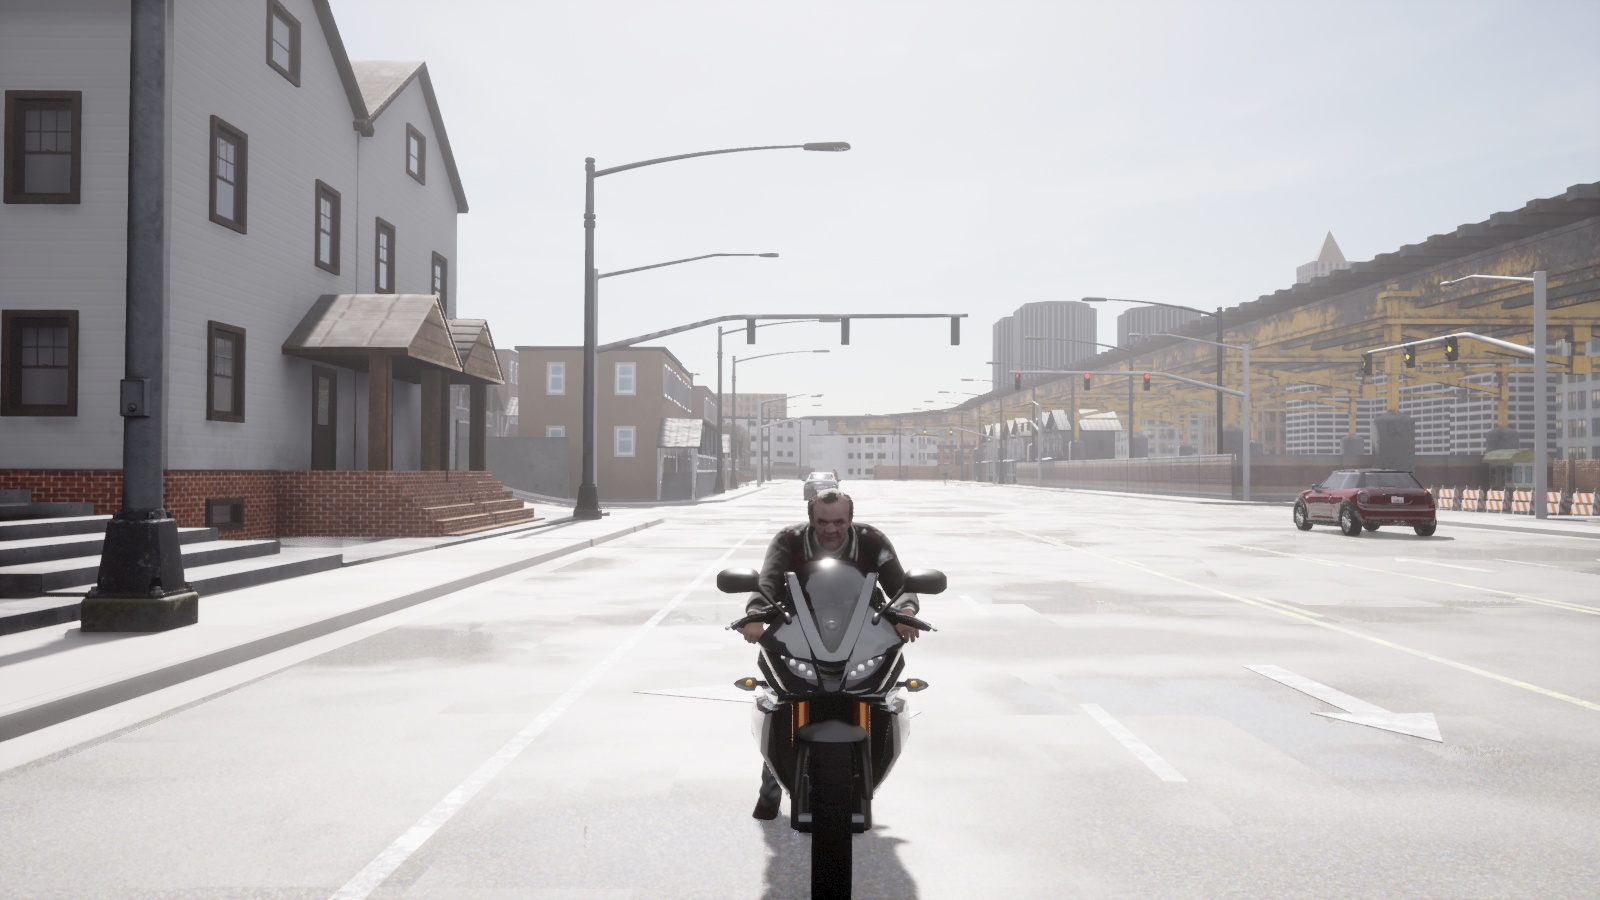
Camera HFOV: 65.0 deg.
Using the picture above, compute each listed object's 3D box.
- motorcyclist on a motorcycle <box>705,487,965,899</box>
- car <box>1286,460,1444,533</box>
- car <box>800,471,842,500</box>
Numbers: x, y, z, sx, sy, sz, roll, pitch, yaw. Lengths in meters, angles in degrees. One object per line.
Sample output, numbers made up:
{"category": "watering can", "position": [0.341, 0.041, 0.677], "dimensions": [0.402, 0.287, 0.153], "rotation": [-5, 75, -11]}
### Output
{"category": "motorcyclist on a motorcycle", "position": [0.135, 0.938, 5.312], "dimensions": [0.866, 1.530, 2.191], "rotation": [0, -1, 1]}
{"category": "car", "position": [14.574, 1.162, 32.692], "dimensions": [2.097, 1.767, 4.553], "rotation": [0, -1, 1]}
{"category": "car", "position": [1.191, 1.906, 68.064], "dimensions": [2.128, 1.511, 4.902], "rotation": [0, -1, 2]}
